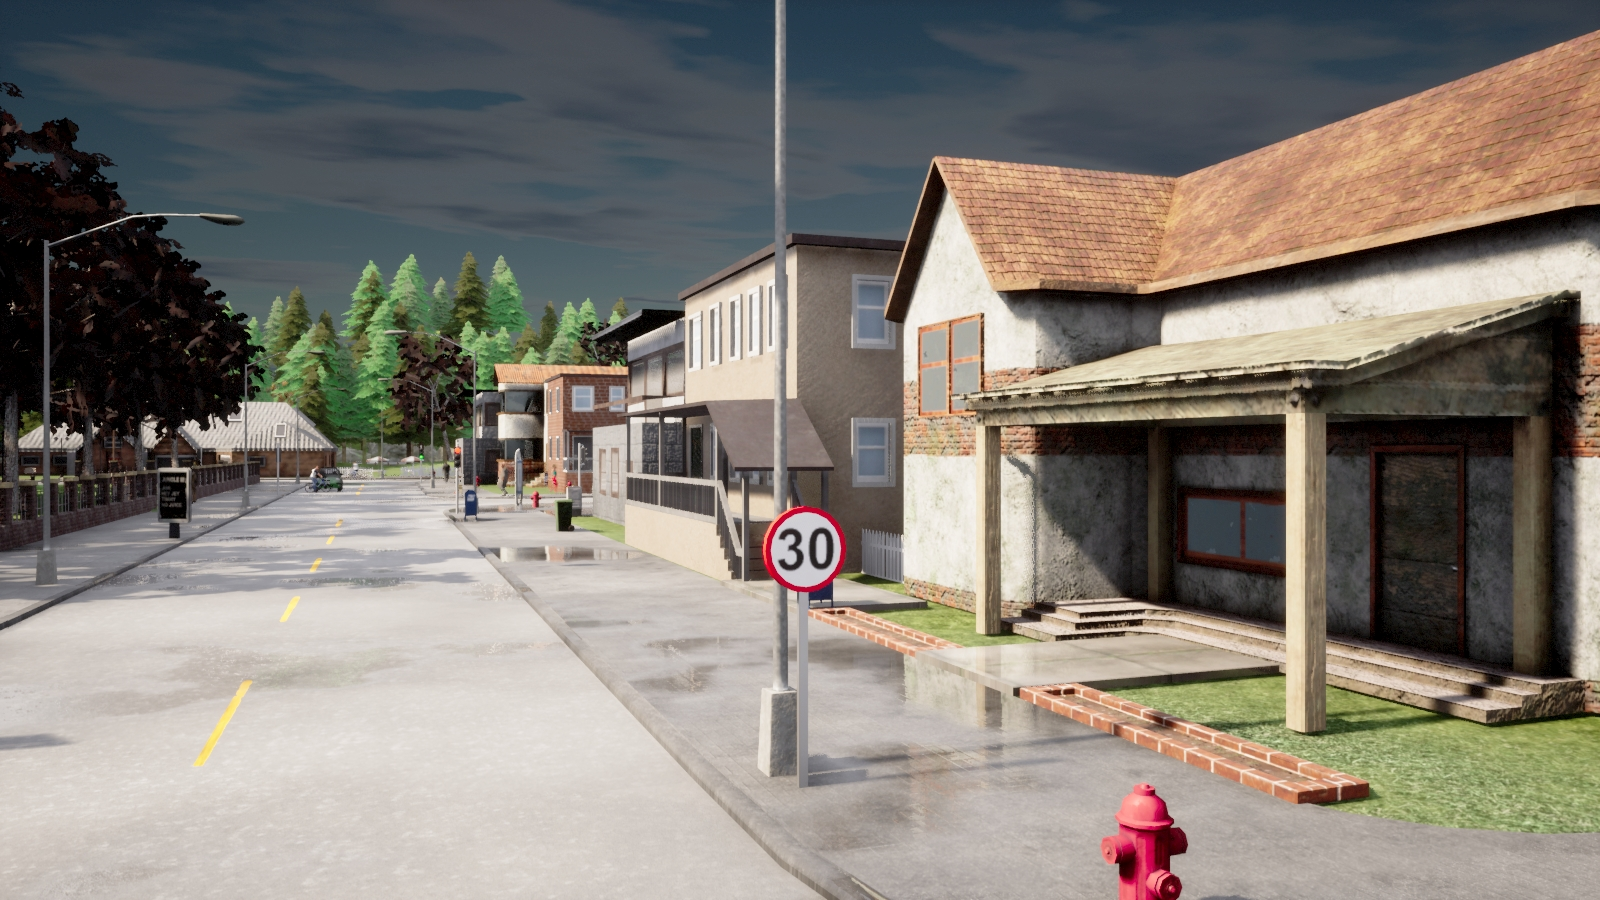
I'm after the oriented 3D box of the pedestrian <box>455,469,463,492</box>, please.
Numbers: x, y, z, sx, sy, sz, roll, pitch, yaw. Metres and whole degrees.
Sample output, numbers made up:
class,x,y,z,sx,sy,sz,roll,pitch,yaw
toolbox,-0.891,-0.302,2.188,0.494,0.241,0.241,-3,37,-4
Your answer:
class,x,y,z,sx,sy,sz,roll,pitch,yaw
pedestrian,-20.082,1.797,67.207,0.375,1.300,0.375,0,0,-4

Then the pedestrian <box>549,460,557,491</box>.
class,x,y,z,sx,sy,sz,roll,pitch,yaw
pedestrian,-14.956,1.516,69.132,0.375,1.860,0.375,0,0,4

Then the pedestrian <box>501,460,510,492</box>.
class,x,y,z,sx,sy,sz,roll,pitch,yaw
pedestrian,-17.029,1.516,66.051,0.375,1.860,0.375,0,0,13

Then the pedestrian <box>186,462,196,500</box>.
class,x,y,z,sx,sy,sz,roll,pitch,yaw
pedestrian,-30.017,1.525,56.319,0.375,1.860,0.375,0,0,-20
